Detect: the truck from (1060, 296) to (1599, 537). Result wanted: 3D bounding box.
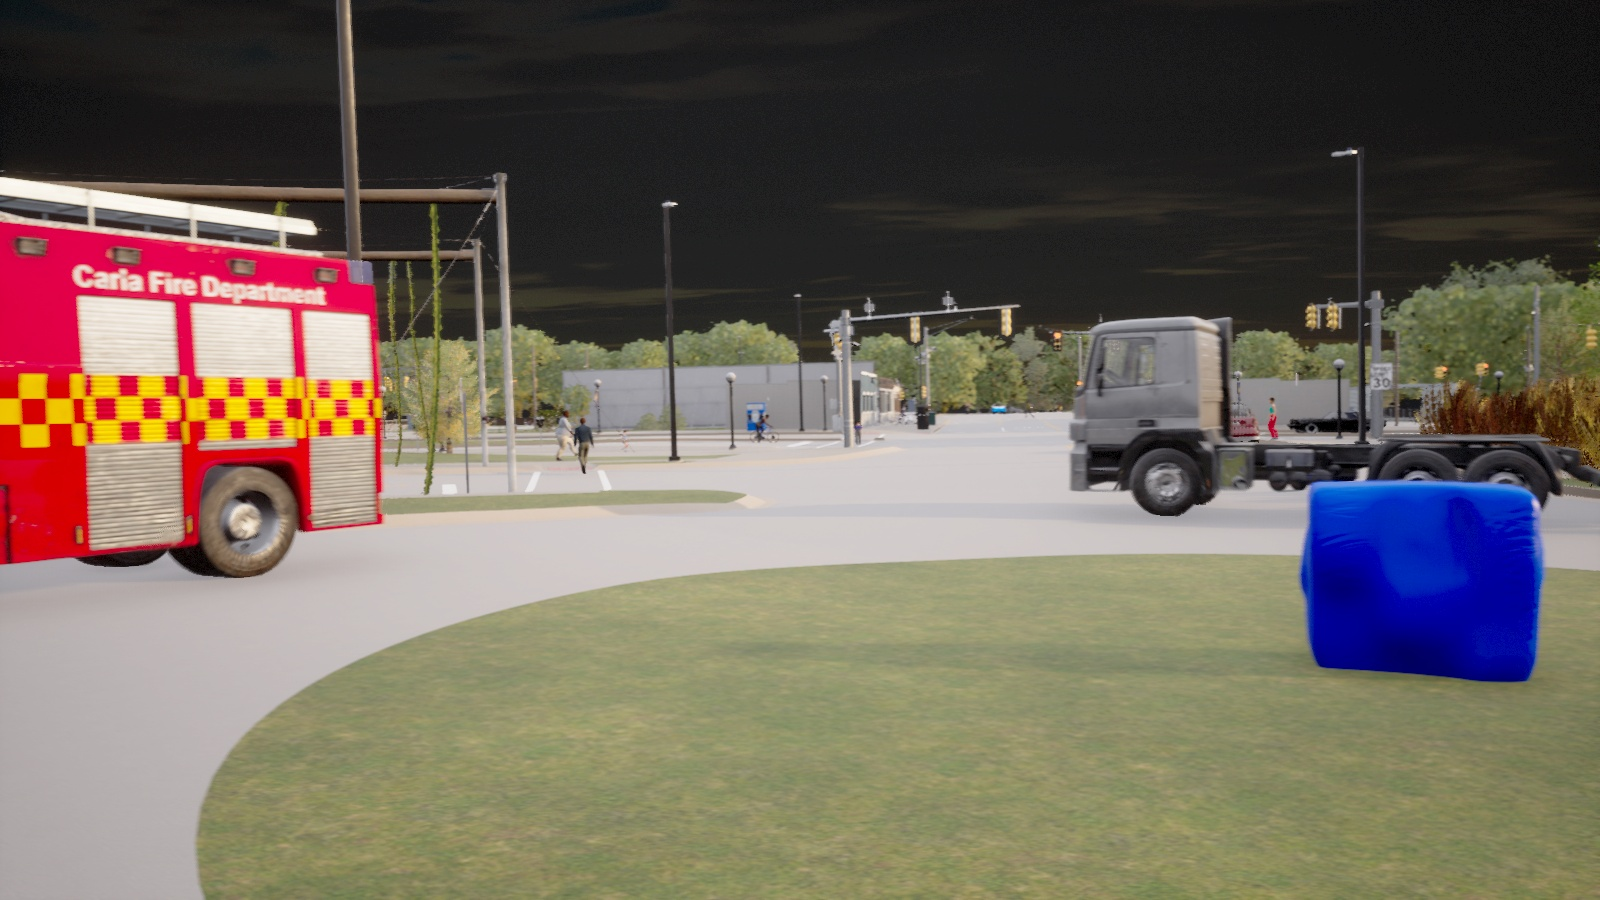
[{"bbox_3d":[8.679,-0.574,21.098,7.936,3.462,2.891,1,2,27],"label":"truck"}]

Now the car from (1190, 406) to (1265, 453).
[{"bbox_3d":[14.833,-0.742,43.723,1.789,1.549,3.705,-1,2,8],"label":"car"}]

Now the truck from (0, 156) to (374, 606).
[{"bbox_3d":[-8.222,-0.575,11.140,2.891,3.827,8.468,0,2,31],"label":"truck"}]

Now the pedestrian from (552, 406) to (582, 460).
[{"bbox_3d":[-8.312,-0.615,44.776,0.900,1.855,0.874,-2,3,-18],"label":"pedestrian"}]

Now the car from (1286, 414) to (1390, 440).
[{"bbox_3d":[28.811,-1.244,67.331,4.718,1.301,1.895,1,3,4],"label":"car"}]

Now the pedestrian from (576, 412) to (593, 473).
[{"bbox_3d":[-6.683,-0.245,38.914,0.370,1.835,0.726,-2,3,-18],"label":"pedestrian"}]

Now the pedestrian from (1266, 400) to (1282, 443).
[{"bbox_3d":[20.277,-1.206,53.709,0.594,1.836,0.345,0,3,26],"label":"pedestrian"}]
